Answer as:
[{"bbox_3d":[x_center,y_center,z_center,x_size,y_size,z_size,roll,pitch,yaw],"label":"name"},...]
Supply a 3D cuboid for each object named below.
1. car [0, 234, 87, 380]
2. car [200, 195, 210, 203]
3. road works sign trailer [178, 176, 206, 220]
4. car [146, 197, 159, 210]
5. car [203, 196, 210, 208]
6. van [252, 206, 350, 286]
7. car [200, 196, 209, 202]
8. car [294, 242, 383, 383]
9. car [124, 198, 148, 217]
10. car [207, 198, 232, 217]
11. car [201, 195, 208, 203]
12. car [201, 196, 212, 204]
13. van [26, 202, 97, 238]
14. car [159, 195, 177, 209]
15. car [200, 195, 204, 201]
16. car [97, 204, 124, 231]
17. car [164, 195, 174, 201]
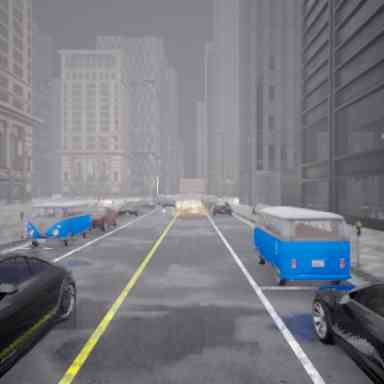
[{"bbox_3d":[-3.097,1.564,4.420,1.994,1.385,4.181,0,0,0],"label":"car"},{"bbox_3d":[2.809,1.418,71.204,1.967,1.590,4.097,0,0,0],"label":"car"},{"bbox_3d":[0.019,0.464,28.456,2.380,3.560,2.880,0,0,0],"label":"road works sign trailer"},{"bbox_3d":[-5.736,1.437,43.003,1.967,1.590,4.097,0,0,0],"label":"car"},{"bbox_3d":[2.789,1.548,43.000,2.008,1.369,4.403,0,0,0],"label":"car"},{"bbox_3d":[2.764,1.341,9.156,1.690,1.788,3.998,0,0,0],"label":"van"},{"bbox_3d":[2.814,1.523,76.845,2.008,1.369,4.403,0,0,0],"label":"car"},{"bbox_3d":[2.761,1.566,3.515,1.947,1.339,4.313,0,0,0],"label":"car"},{"bbox_3d":[-5.744,1.566,31.722,1.947,1.339,4.313,0,0,0],"label":"car"},{"bbox_3d":[2.781,1.544,31.719,1.887,1.381,4.507,0,0,0],"label":"car"},{"bbox_3d":[2.793,1.560,48.640,1.947,1.339,4.313,0,0,0],"label":"car"},{"bbox_3d":[2.806,1.534,65.563,2.008,1.369,4.403,0,0,0],"label":"car"},{"bbox_3d":[-5.757,1.342,14.800,1.690,1.788,3.998,0,0,0],"label":"van"},{"bbox_3d":[-3.059,1.543,45.547,2.033,1.411,5.357,0,0,0],"label":"car"},{"bbox_3d":[2.801,1.513,60.092,1.752,1.417,4.829,0,0,0],"label":"car"},{"bbox_3d":[-5.752,1.545,20.441,1.887,1.381,4.507,0,0,0],"label":"car"},{"bbox_3d":[-5.708,1.518,82.491,2.008,1.369,4.403,0,0,0],"label":"car"}]
